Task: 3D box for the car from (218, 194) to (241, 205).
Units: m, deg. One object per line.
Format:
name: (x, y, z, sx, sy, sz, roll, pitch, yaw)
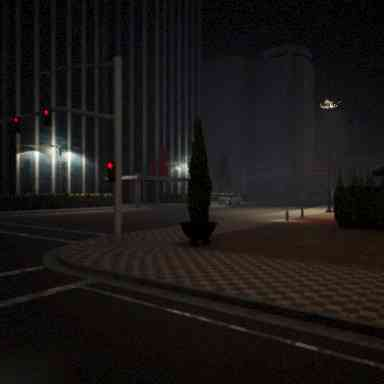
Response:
car: (6.682, 1.325, 58.837, 2.150, 2.045, 5.566, 0, 0, 35)
